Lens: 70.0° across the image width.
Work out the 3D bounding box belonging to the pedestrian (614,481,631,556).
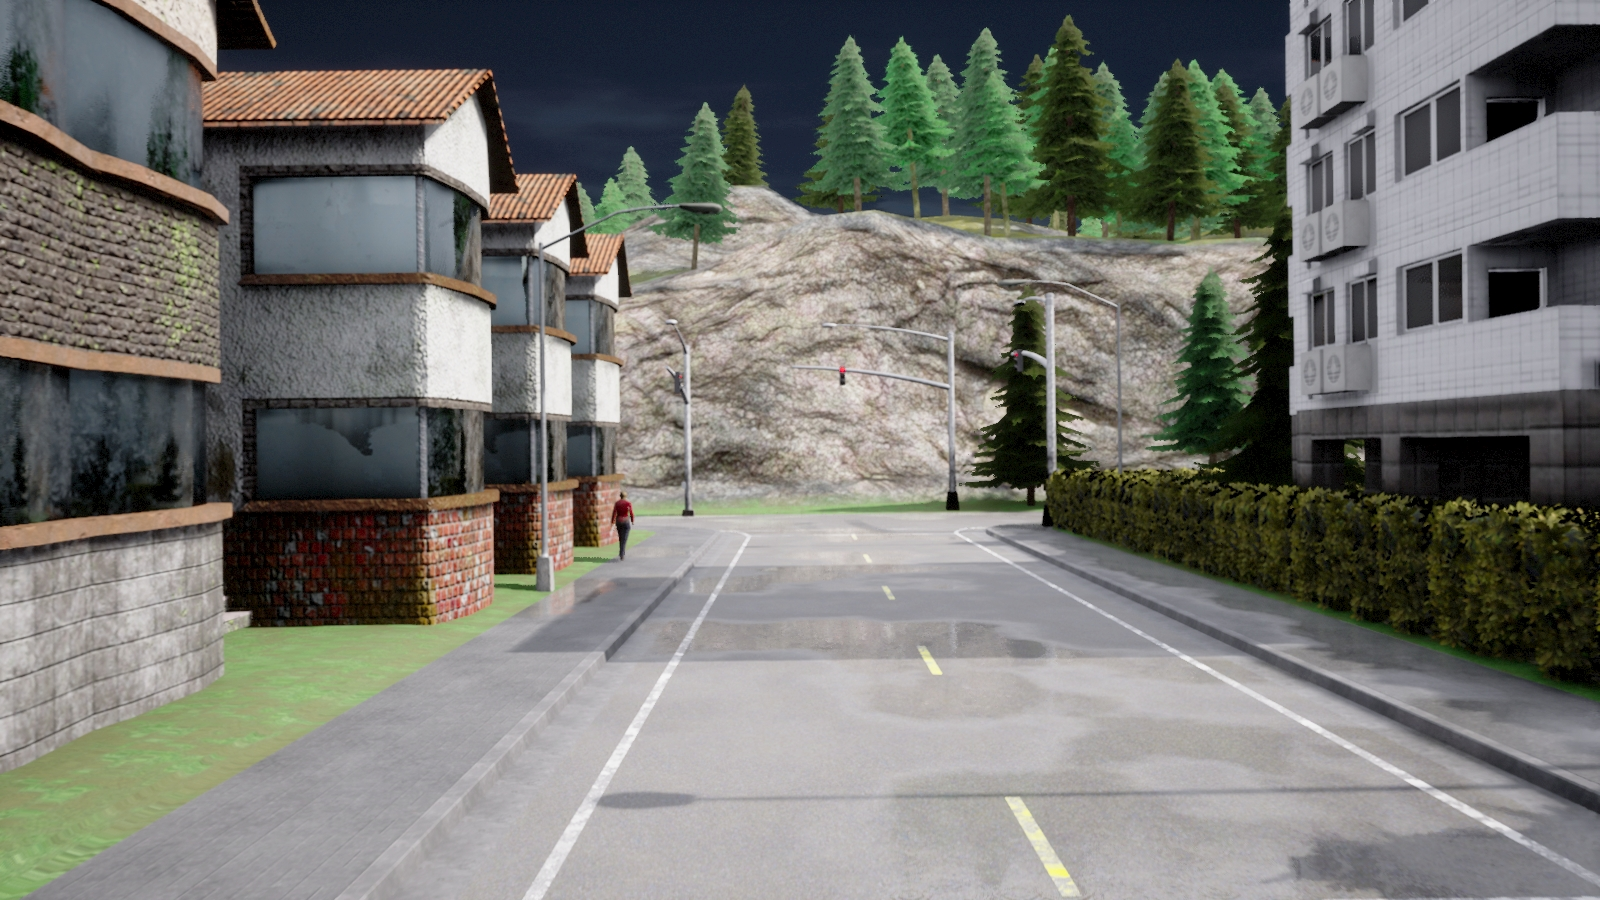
[{"bbox_3d":[-4.464,1.722,28.726,0.375,1.860,0.375,-1,0,-2],"label":"pedestrian"}]
